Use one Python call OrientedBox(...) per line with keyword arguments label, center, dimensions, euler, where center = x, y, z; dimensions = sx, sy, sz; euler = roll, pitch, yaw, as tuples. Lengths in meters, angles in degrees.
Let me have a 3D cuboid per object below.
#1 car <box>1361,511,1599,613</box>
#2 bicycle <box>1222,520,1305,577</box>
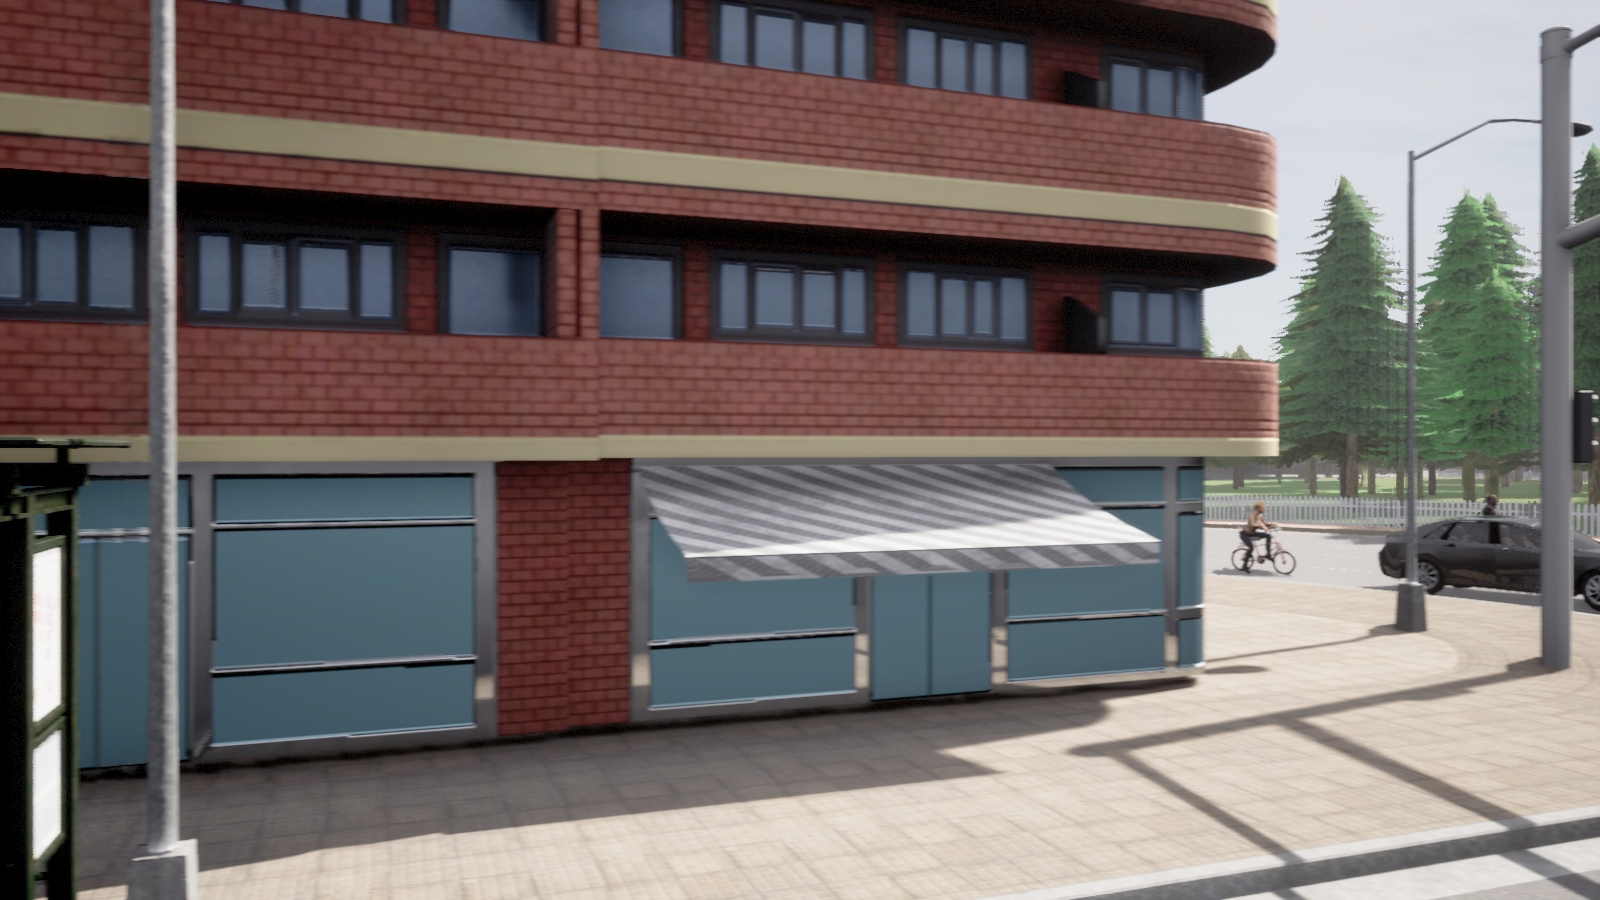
OrientedBox(label="car", center=(13.363, 2.005, 21.111), dimensions=(2.231, 1.480, 4.892), euler=(0, 0, -39))
OrientedBox(label="bicycle", center=(10.319, 2.177, 25.458), dimensions=(0.859, 1.126, 1.487), euler=(0, 0, -42))
